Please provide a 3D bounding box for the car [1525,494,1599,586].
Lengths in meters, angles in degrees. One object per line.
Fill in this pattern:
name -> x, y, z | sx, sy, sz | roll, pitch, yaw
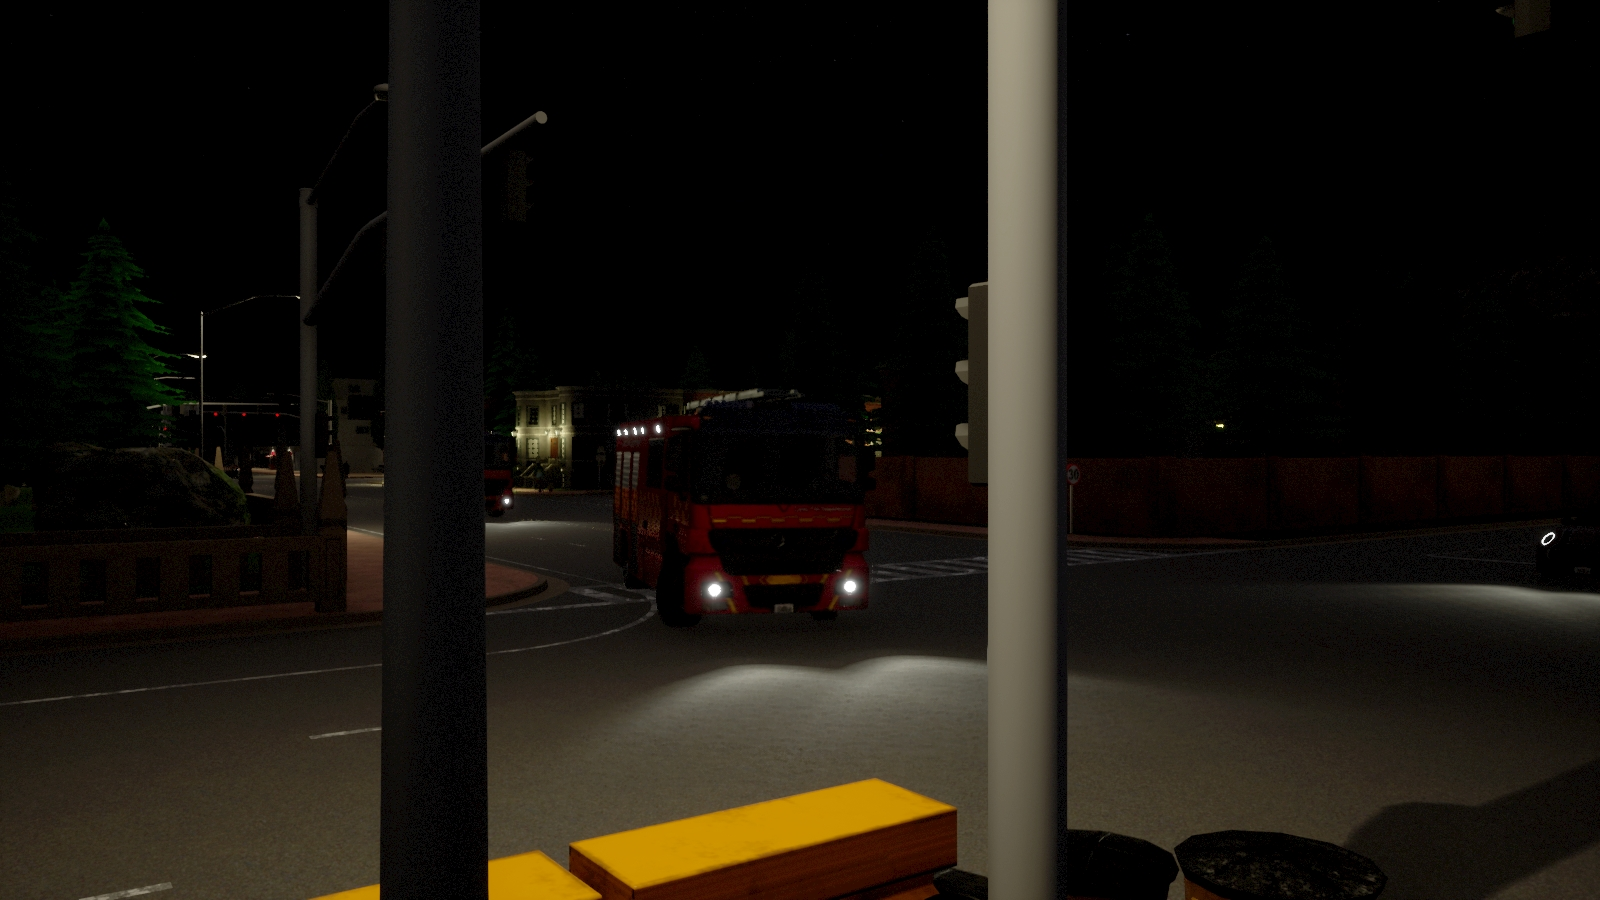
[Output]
car -> 18.010, 1.906, 24.946 | 4.553, 1.767, 2.097 | 0, 0, -35

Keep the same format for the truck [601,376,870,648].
truck -> -1.593, 0.890, 20.583 | 2.891, 3.827, 8.468 | 1, 0, -17
